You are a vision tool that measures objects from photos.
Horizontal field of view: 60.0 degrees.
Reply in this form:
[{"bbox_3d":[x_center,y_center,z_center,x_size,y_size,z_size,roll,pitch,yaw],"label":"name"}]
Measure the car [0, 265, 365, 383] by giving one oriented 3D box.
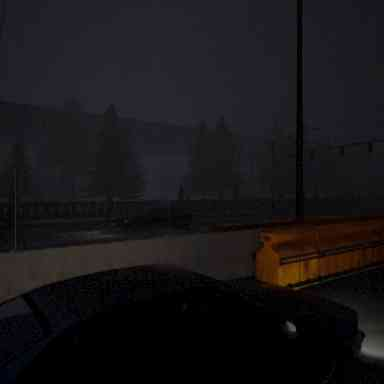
[{"bbox_3d":[-0.389,1.547,3.465,5.357,1.411,2.033,0,0,-36],"label":"car"}]
